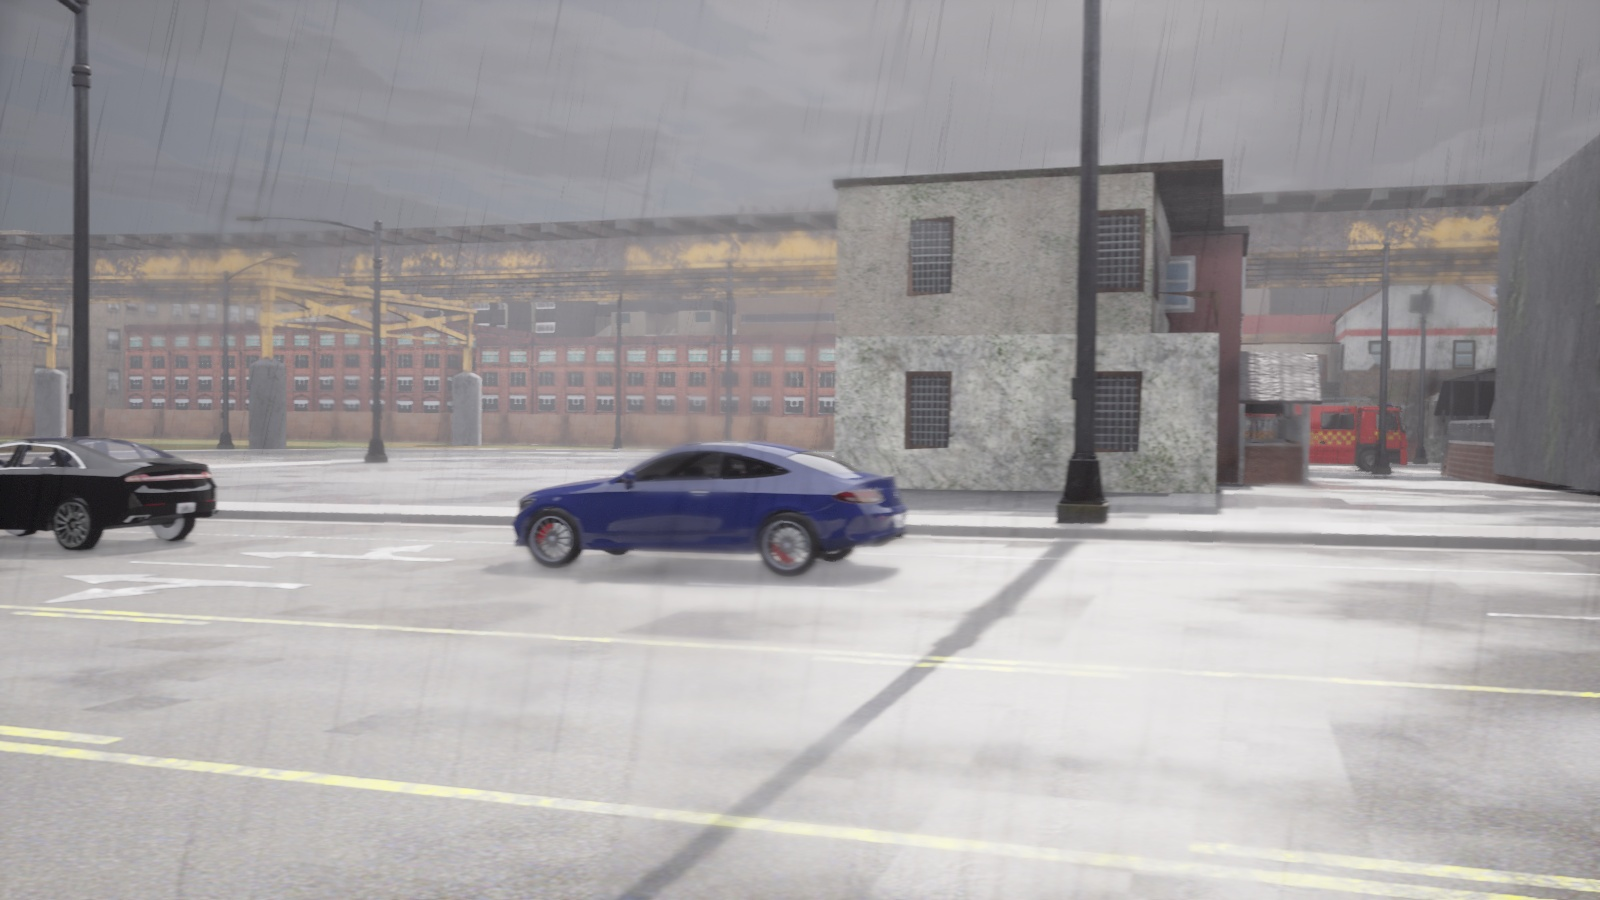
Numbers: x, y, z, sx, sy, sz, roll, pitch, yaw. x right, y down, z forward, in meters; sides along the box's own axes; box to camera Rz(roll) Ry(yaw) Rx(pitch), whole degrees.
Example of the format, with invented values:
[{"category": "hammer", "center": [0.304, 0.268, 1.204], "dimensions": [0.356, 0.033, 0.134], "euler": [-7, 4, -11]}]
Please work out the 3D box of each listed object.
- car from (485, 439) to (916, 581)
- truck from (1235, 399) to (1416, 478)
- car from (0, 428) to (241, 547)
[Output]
[{"category": "car", "center": [-1.146, 0.612, 14.657], "dimensions": [4.674, 1.442, 1.812], "euler": [1, 1, 19]}, {"category": "truck", "center": [27.272, -0.637, 65.660], "dimensions": [8.468, 3.827, 2.891], "euler": [2, 1, 19]}, {"category": "car", "center": [-10.724, 0.453, 17.880], "dimensions": [4.902, 1.511, 2.128], "euler": [1, 1, 18]}]
